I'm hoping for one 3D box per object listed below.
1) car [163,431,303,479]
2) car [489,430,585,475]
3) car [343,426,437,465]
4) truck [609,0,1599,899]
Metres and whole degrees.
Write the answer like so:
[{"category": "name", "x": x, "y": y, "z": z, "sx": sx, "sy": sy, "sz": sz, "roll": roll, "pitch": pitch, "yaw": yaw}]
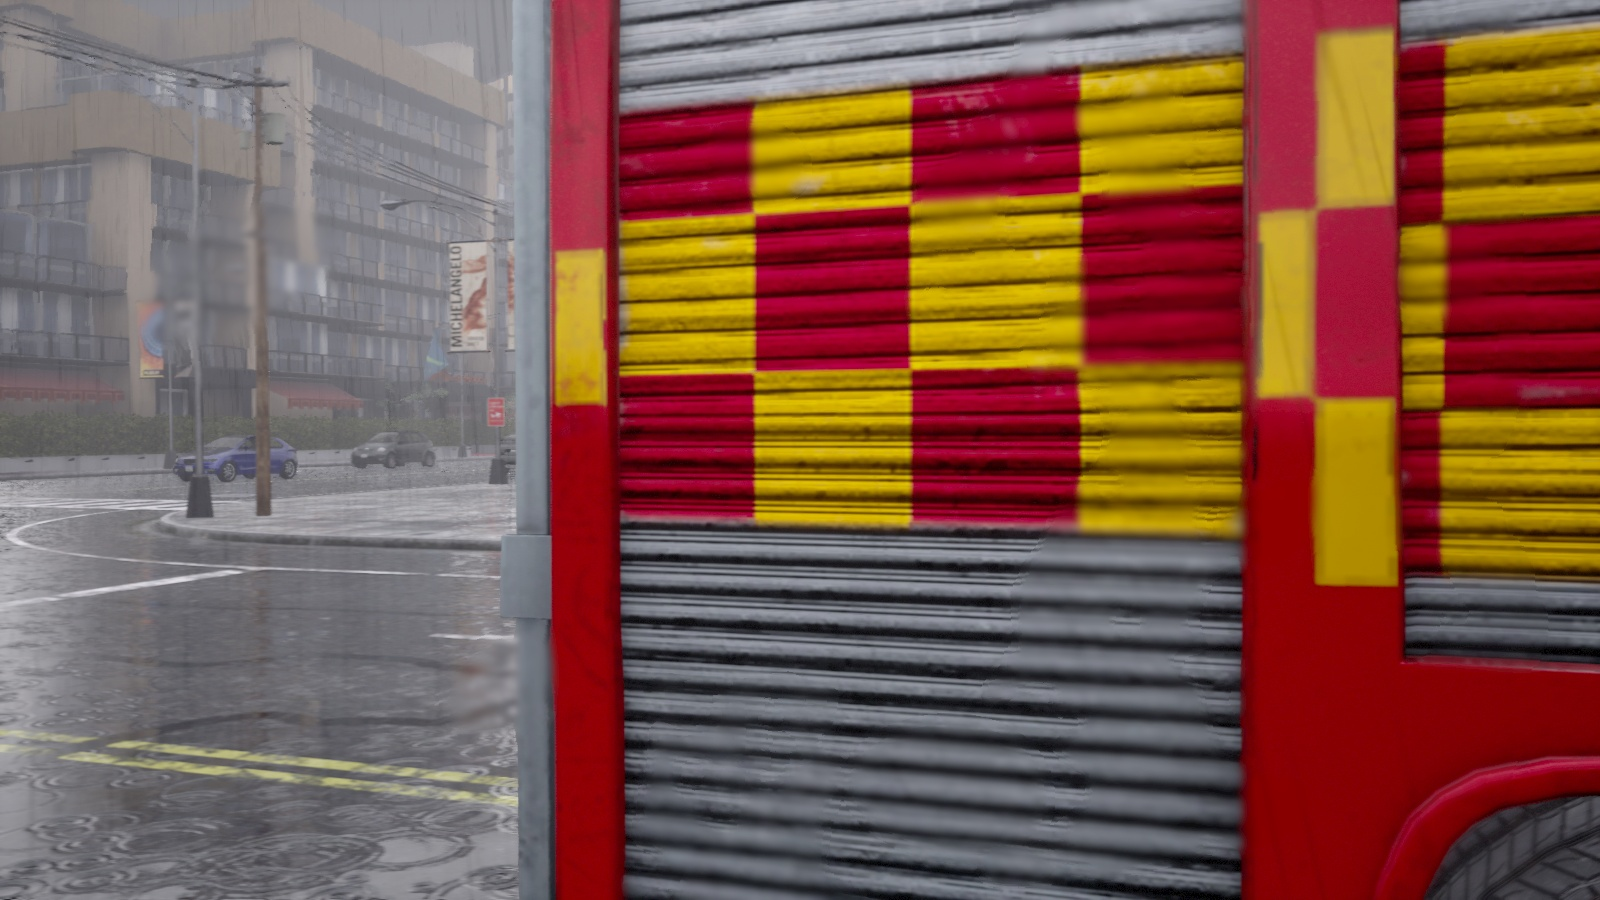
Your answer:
[{"category": "car", "x": -18.319, "y": 0.118, "z": 40.796, "sx": 1.816, "sy": 1.474, "sz": 4.193, "roll": 1, "pitch": 1, "yaw": 18}, {"category": "car", "x": -9.455, "y": 0.043, "z": 45.348, "sx": 1.789, "sy": 1.549, "sz": 3.705, "roll": 1, "pitch": 1, "yaw": 18}, {"category": "car", "x": -17.628, "y": -0.208, "z": 54.139, "sx": 1.851, "sy": 1.617, "sz": 3.988, "roll": 1, "pitch": 1, "yaw": 18}, {"category": "truck", "x": 4.211, "y": -0.351, "z": 1.759, "sx": 8.468, "sy": 3.827, "sz": 2.891, "roll": 1, "pitch": 1, "yaw": 19}]
